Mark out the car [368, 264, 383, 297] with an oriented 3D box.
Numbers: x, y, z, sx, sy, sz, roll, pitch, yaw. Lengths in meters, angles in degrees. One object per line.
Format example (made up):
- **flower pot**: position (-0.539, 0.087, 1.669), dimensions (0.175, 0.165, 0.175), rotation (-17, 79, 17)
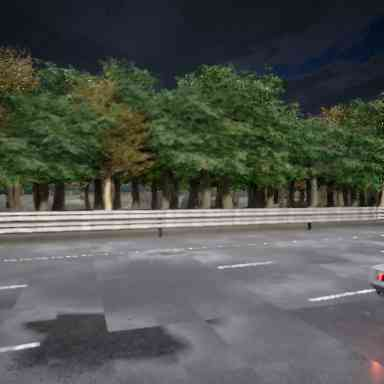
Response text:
- **car**: position (5.959, 1.683, 6.717), dimensions (4.718, 1.301, 1.895), rotation (1, 0, -25)
